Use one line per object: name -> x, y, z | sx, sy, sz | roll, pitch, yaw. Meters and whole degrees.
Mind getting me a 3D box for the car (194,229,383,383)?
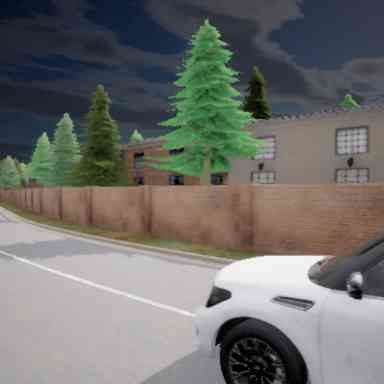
car -> 2.679, 1.247, 3.202 | 5.566, 2.045, 2.150 | 0, 0, 36
